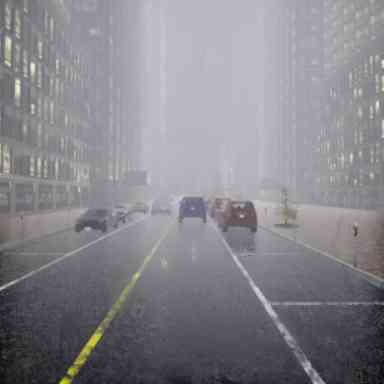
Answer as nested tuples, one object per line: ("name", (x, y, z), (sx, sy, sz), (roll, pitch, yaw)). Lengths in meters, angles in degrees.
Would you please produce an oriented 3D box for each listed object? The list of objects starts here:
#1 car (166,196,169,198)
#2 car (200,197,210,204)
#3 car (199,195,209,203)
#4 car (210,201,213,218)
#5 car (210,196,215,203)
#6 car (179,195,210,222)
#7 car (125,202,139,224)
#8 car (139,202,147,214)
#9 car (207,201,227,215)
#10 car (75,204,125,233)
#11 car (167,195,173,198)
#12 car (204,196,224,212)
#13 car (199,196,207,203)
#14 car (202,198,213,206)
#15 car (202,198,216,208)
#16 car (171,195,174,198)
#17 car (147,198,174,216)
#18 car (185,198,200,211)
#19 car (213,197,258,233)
("car", (-5.686, 1.809, 59.153), (1.802, 1.307, 4.206), (0, 0, 0))
("car", (2.694, 1.833, 70.232), (1.947, 1.339, 4.313), (0, 0, 0))
("car", (2.695, 1.602, 75.772), (2.192, 1.841, 5.009), (0, 0, 0))
("car", (2.695, 1.645, 25.918), (1.887, 1.381, 4.507), (0, 0, 0))
("car", (2.696, 1.437, 31.459), (2.192, 1.841, 5.009), (0, 0, 0))
("car", (0.079, 1.331, 27.368), (2.150, 2.045, 5.566), (0, 0, 0))
("car", (-5.686, 1.653, 25.917), (2.008, 1.369, 4.403), (0, 0, 0))
("car", (-5.686, 1.726, 36.996), (1.802, 1.307, 4.206), (0, 0, 0))
("car", (2.695, 1.709, 36.997), (1.947, 1.339, 4.313), (0, 0, 0))
("car", (-5.686, 1.647, 20.378), (1.947, 1.339, 4.313), (0, 0, 0))
("car", (-5.687, 1.850, 70.231), (1.802, 1.307, 4.206), (0, 0, 0))
("car", (2.696, 1.478, 42.537), (2.192, 1.841, 5.009), (0, 0, 0))
("car", (2.693, 1.748, 81.311), (1.967, 1.590, 4.097), (0, 0, 0))
("car", (2.694, 1.752, 59.324), (1.752, 1.417, 4.829), (0, 0, 0))
("car", (2.694, 1.756, 53.615), (2.008, 1.369, 4.403), (0, 0, 0))
("car", (-5.686, 1.644, 86.850), (2.192, 1.841, 5.009), (0, 0, 0))
("car", (-3.024, 1.681, 34.356), (2.033, 1.411, 5.357), (0, 0, 1))
("car", (0.091, 1.649, 44.466), (1.882, 1.535, 5.008), (0, 0, 0))
("car", (2.696, 1.395, 20.379), (2.192, 1.841, 5.009), (0, 0, 0))
